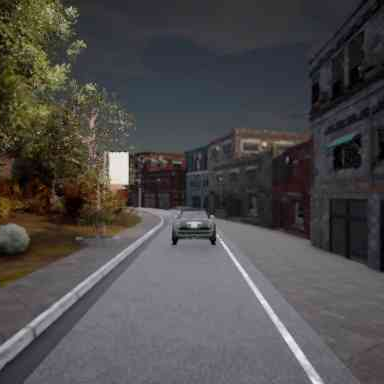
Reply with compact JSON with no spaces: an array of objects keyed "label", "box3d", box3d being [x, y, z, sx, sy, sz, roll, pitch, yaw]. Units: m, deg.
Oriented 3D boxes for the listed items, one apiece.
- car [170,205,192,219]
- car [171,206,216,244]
[{"label":"car","box3d":[-1.343,2.291,38.652,1.895,1.301,4.718,0,0,-11]},{"label":"car","box3d":[0.099,1.629,17.404,2.097,1.767,4.553,0,-1,0]}]
